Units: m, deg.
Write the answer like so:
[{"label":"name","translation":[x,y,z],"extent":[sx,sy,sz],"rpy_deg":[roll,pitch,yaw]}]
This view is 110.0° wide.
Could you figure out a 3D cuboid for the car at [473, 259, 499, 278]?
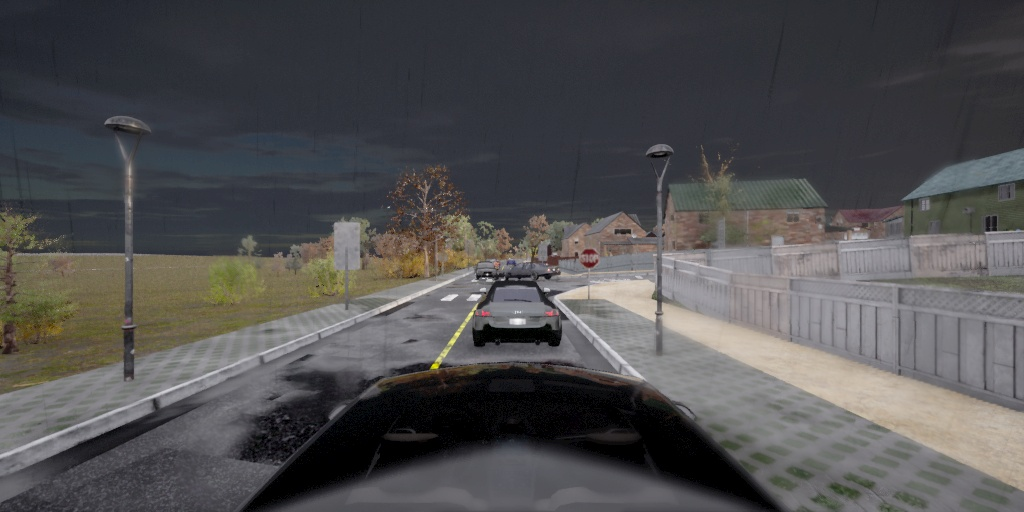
[{"label":"car","translation":[-2.324,1.257,31.272],"extent":[1.837,1.490,4.892],"rpy_deg":[0,0,-8]}]

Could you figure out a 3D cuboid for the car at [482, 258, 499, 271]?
[{"label":"car","translation":[-2.969,1.120,51.088],"extent":[2.097,1.767,4.553],"rpy_deg":[0,0,0]}]

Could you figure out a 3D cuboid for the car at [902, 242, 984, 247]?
[{"label":"car","translation":[23.842,-0.208,20.380],"extent":[4.902,1.511,2.128],"rpy_deg":[-3,0,14]}]

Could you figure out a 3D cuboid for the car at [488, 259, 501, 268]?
[{"label":"car","translation":[-2.979,1.256,61.125],"extent":[1.882,1.535,5.008],"rpy_deg":[0,0,0]}]

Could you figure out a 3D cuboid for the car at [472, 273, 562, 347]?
[{"label":"car","translation":[0.084,1.313,9.352],"extent":[1.994,1.385,4.181],"rpy_deg":[0,0,-1]}]

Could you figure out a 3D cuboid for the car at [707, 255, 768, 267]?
[{"label":"car","translation":[14.336,0.413,22.778],"extent":[4.181,1.385,1.994],"rpy_deg":[-3,0,16]}]

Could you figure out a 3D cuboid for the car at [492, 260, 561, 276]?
[{"label":"car","translation":[1.271,1.198,28.369],"extent":[5.357,1.411,2.033],"rpy_deg":[-4,-3,43]}]
